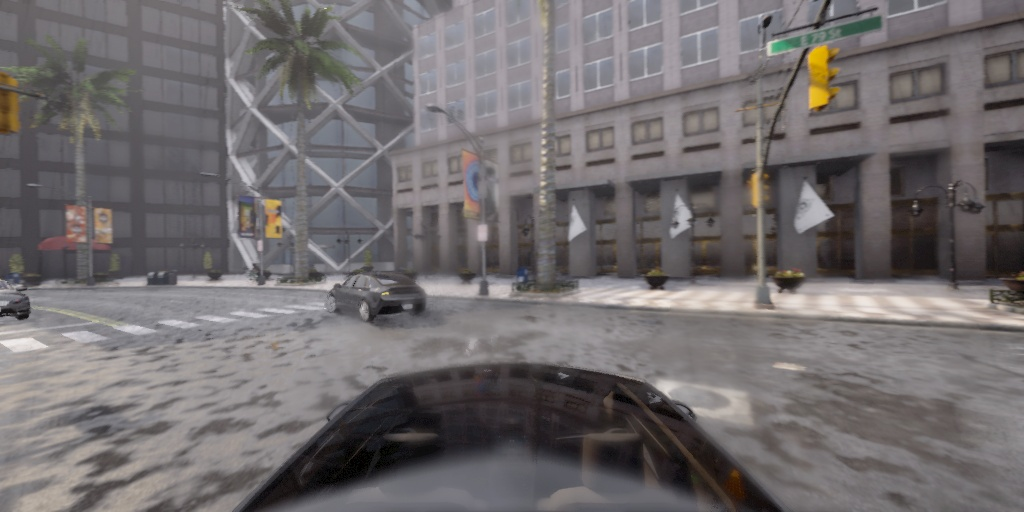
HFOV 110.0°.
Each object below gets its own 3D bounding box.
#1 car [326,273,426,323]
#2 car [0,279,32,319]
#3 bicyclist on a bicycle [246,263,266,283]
[{"bbox_3d":[-4.919,1.344,12.707,4.892,1.490,1.837,-1,-2,44],"label":"car"},{"bbox_3d":[-19.501,1.591,13.008,4.902,1.511,2.128,-1,0,26],"label":"car"},{"bbox_3d":[-21.243,1.432,29.769,0.582,1.620,1.656,-1,0,17],"label":"bicyclist on a bicycle"}]
